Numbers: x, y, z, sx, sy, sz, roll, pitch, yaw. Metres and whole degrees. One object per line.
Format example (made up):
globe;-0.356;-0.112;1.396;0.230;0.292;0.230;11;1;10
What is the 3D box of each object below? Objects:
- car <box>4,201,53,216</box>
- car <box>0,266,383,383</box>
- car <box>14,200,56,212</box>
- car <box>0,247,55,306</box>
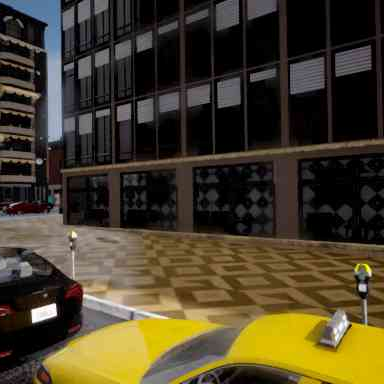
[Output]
car;-15.731;1.581;31.896;1.802;1.307;4.206;-2;-1;35
car;0.736;1.526;2.367;4.829;1.417;1.752;0;-1;35
car;-19.391;1.743;41.247;1.947;1.339;4.313;-2;-1;35
car;-3.565;1.568;5.413;4.313;1.339;1.947;0;-1;35
